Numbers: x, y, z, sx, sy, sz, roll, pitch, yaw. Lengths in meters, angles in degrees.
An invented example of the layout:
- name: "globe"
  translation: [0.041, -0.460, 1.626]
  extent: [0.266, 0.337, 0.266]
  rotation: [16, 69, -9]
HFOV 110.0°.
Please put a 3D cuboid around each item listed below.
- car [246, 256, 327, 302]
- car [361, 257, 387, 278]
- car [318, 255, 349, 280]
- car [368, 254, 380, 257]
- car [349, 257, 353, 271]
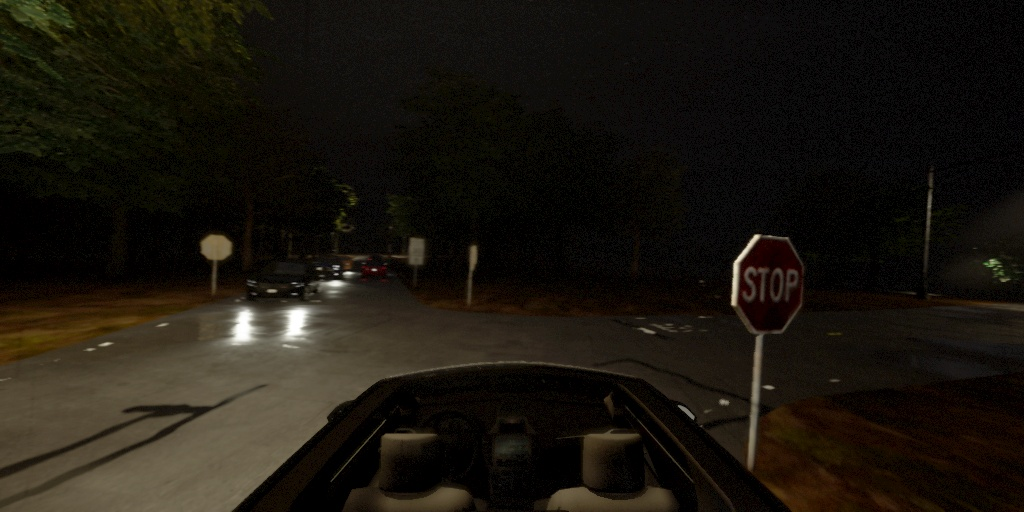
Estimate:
- name: "car"
  translation: [-9.206, 0.918, 14.822]
  extent: [1.882, 1.535, 5.008]
  rotation: [3, -1, -21]
- name: "car"
  translation: [-11.457, 1.038, 29.908]
  extent: [1.994, 1.385, 4.181]
  rotation: [3, 0, -21]
- name: "car"
  translation: [-13.309, 0.703, 25.788]
  extent: [2.097, 1.767, 4.553]
  rotation: [3, 0, -21]
- name: "car"
  translation: [-21.884, 0.493, 57.451]
  extent: [2.097, 1.767, 4.553]
  rotation: [3, 0, -21]
- name: "car"
  translation: [-17.556, 0.713, 37.112]
  extent: [1.882, 1.535, 5.008]
  rotation: [3, -1, -20]
